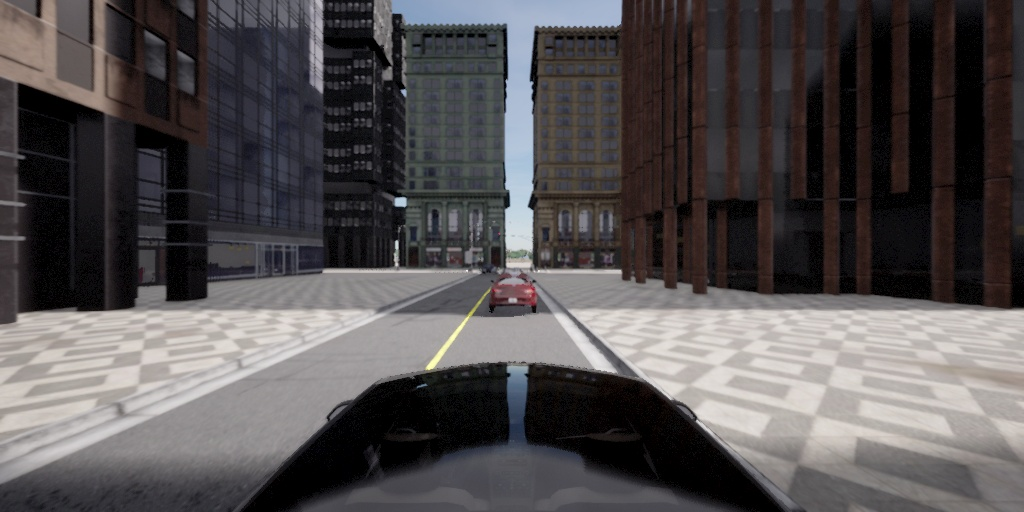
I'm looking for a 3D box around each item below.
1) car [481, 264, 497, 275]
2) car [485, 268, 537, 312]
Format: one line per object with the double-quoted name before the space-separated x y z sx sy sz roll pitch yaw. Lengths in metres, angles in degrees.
"car" -3.048 1.822 48.921 1.994 1.385 4.181 0 -1 0
"car" 0.053 1.408 14.889 1.812 1.442 4.674 0 0 0
